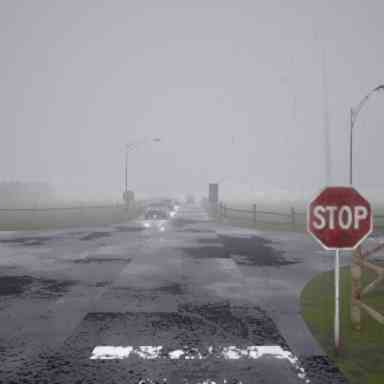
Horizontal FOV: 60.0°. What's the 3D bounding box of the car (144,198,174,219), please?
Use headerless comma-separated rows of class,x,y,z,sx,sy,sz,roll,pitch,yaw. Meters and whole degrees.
car,-2.982,1.544,29.280,2.033,1.411,5.357,0,0,0

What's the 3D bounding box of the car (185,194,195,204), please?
car,-0.279,1.537,60.912,2.033,1.411,5.357,0,0,0

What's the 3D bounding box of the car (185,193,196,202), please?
car,-0.329,1.174,71.300,2.097,1.767,4.553,0,0,0

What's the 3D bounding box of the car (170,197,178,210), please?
car,-3.026,1.499,39.648,1.837,1.490,4.892,0,0,0
